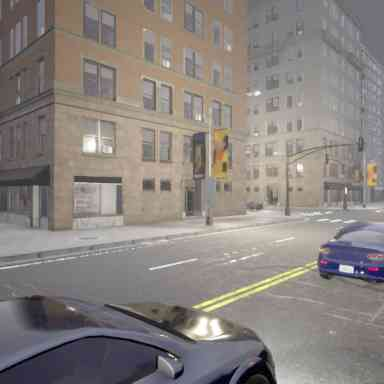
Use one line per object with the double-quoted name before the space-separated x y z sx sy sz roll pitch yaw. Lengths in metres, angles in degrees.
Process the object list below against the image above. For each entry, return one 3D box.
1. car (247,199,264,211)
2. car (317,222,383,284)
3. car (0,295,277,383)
"car" 6.456 1.549 39.995 4.181 1.385 1.994 0 0 43
"car" 4.972 1.527 8.993 1.812 1.442 4.674 0 0 43
"car" -1.055 1.564 2.555 1.994 1.385 4.181 0 0 43
